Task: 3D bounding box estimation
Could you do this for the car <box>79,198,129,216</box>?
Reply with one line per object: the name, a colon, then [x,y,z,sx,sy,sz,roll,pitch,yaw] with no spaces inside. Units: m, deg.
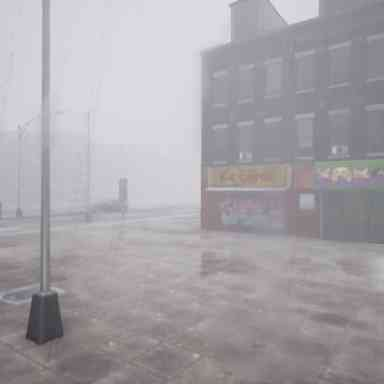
car: [-7.933,1.343,30.351,2.128,1.511,4.902,0,0,35]
